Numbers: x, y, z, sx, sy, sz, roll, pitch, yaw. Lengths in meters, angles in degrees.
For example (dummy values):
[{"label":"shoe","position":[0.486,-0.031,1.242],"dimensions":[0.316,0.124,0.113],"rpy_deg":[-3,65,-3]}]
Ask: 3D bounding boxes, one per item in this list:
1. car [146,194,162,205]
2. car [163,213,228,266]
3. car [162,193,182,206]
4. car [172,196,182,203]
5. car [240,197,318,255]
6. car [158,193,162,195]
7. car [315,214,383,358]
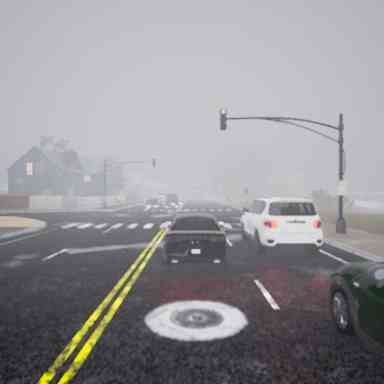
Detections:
[{"label":"car","position":[-6.547,1.520,55.888],"dimensions":[1.994,1.385,4.181],"rpy_deg":[0,0,1]},{"label":"car","position":[0.102,1.460,11.535],"dimensions":[1.882,1.535,5.008],"rpy_deg":[0,0,0]},{"label":"car","position":[-3.295,1.179,56.033],"dimensions":[2.150,2.045,5.566],"rpy_deg":[0,0,1]},{"label":"car","position":[-3.241,1.554,71.551],"dimensions":[1.895,1.301,4.718],"rpy_deg":[0,0,0]},{"label":"car","position":[3.352,1.203,13.424],"dimensions":[2.150,2.045,5.566],"rpy_deg":[0,0,0]},{"label":"car","position":[-6.491,1.184,71.046],"dimensions":[2.150,2.045,5.566],"rpy_deg":[0,0,0]},{"label":"car","position":[3.351,1.348,3.829],"dimensions":[2.097,1.767,4.553],"rpy_deg":[0,0,0]}]
